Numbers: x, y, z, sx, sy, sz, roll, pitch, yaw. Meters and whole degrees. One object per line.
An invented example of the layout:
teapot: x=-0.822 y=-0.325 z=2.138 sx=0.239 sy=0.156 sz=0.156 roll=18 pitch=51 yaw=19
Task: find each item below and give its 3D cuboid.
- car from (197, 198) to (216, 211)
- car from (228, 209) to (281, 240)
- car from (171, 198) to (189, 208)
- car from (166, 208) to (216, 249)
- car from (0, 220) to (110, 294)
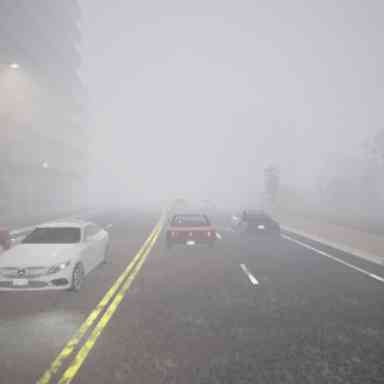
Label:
car: x=1.707 y=1.433 z=39.641 sx=1.812 sy=1.442 sz=4.674 roll=0 pitch=0 yaw=-4
car: x=3.023 y=1.523 z=16.837 sx=1.994 sy=1.385 sz=4.181 roll=0 pitch=0 yaw=-2
car: x=-1.449 y=1.398 z=38.623 sx=1.882 sy=1.535 sz=5.008 roll=0 pitch=0 yaw=-5
car: x=-0.114 y=1.573 z=14.435 sx=1.895 sy=1.301 sz=4.718 roll=0 pitch=0 yaw=-2
car: x=-3.452 y=1.519 z=8.921 sx=1.812 sy=1.442 sz=4.674 roll=0 pitch=0 yaw=-1
